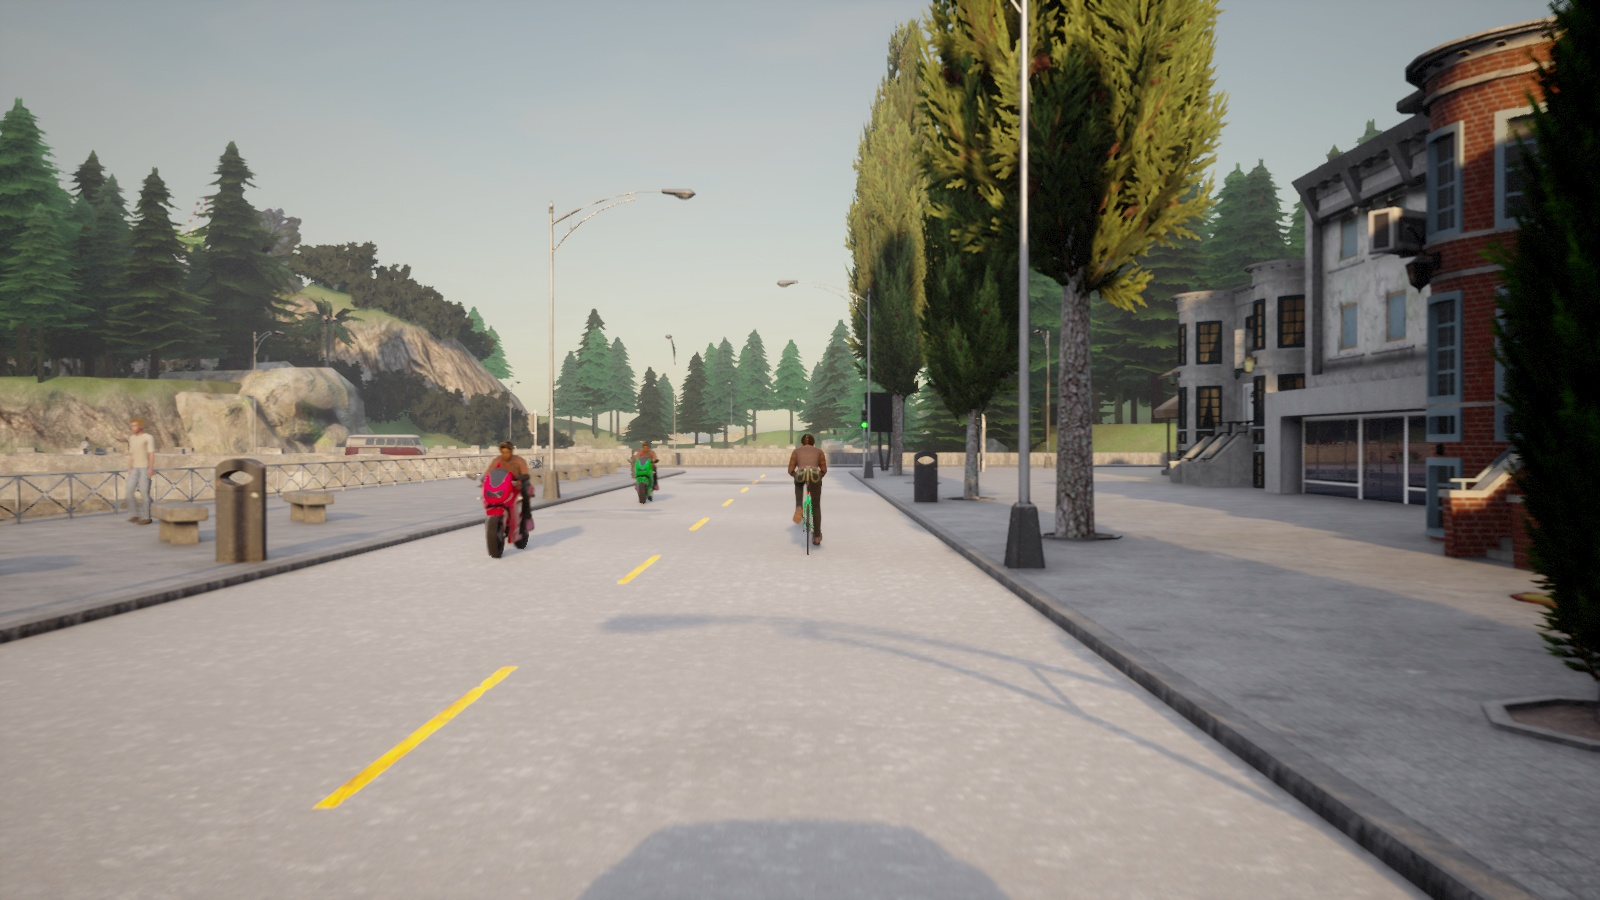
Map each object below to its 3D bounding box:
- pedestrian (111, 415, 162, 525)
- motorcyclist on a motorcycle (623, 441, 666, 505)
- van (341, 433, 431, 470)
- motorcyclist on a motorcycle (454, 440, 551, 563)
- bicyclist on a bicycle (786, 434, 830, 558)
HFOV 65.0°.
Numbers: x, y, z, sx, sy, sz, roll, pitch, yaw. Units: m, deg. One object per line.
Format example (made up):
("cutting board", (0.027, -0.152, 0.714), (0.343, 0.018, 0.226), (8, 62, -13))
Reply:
("pedestrian", (-11.205, 0.328, 21.205), (0.354, 1.836, 0.706), (0, 0, 19))
("motorcyclist on a motorcycle", (-3.812, 0.551, 30.963), (0.797, 1.523, 2.044), (0, 0, 0))
("van", (-23.173, 0.080, 70.406), (4.442, 1.987, 1.775), (0, 0, 0))
("motorcyclist on a motorcycle", (-3.893, 0.632, 16.607), (0.797, 1.523, 2.044), (0, 0, 0))
("bicyclist on a bicycle", (0.111, 0.602, 17.314), (0.582, 1.620, 1.656), (0, 0, 0))
